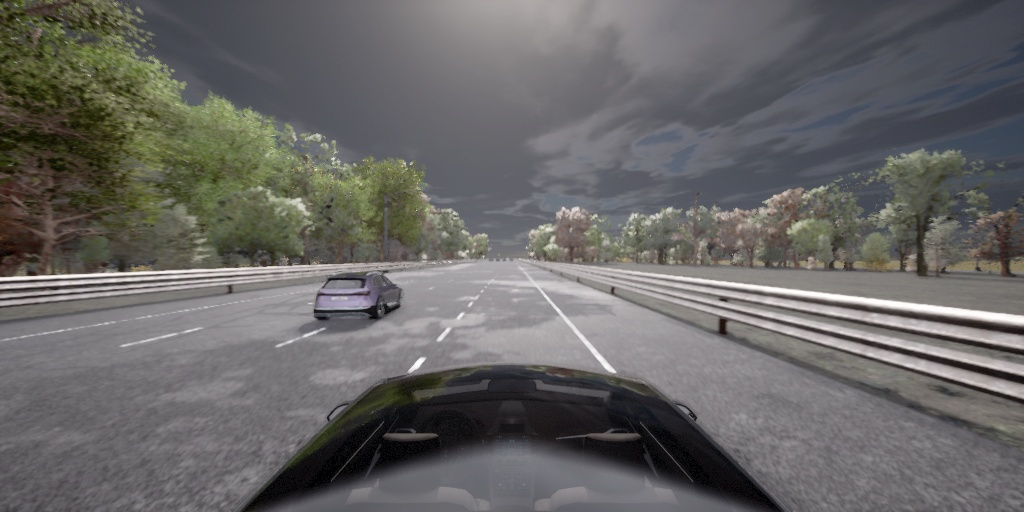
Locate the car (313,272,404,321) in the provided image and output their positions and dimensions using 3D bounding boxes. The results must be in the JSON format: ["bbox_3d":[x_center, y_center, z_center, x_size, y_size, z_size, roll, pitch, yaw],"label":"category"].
[{"bbox_3d":[-5.246,1.359,12.799,2.033,1.649,4.856,0,-1,-5],"label":"car"}]
